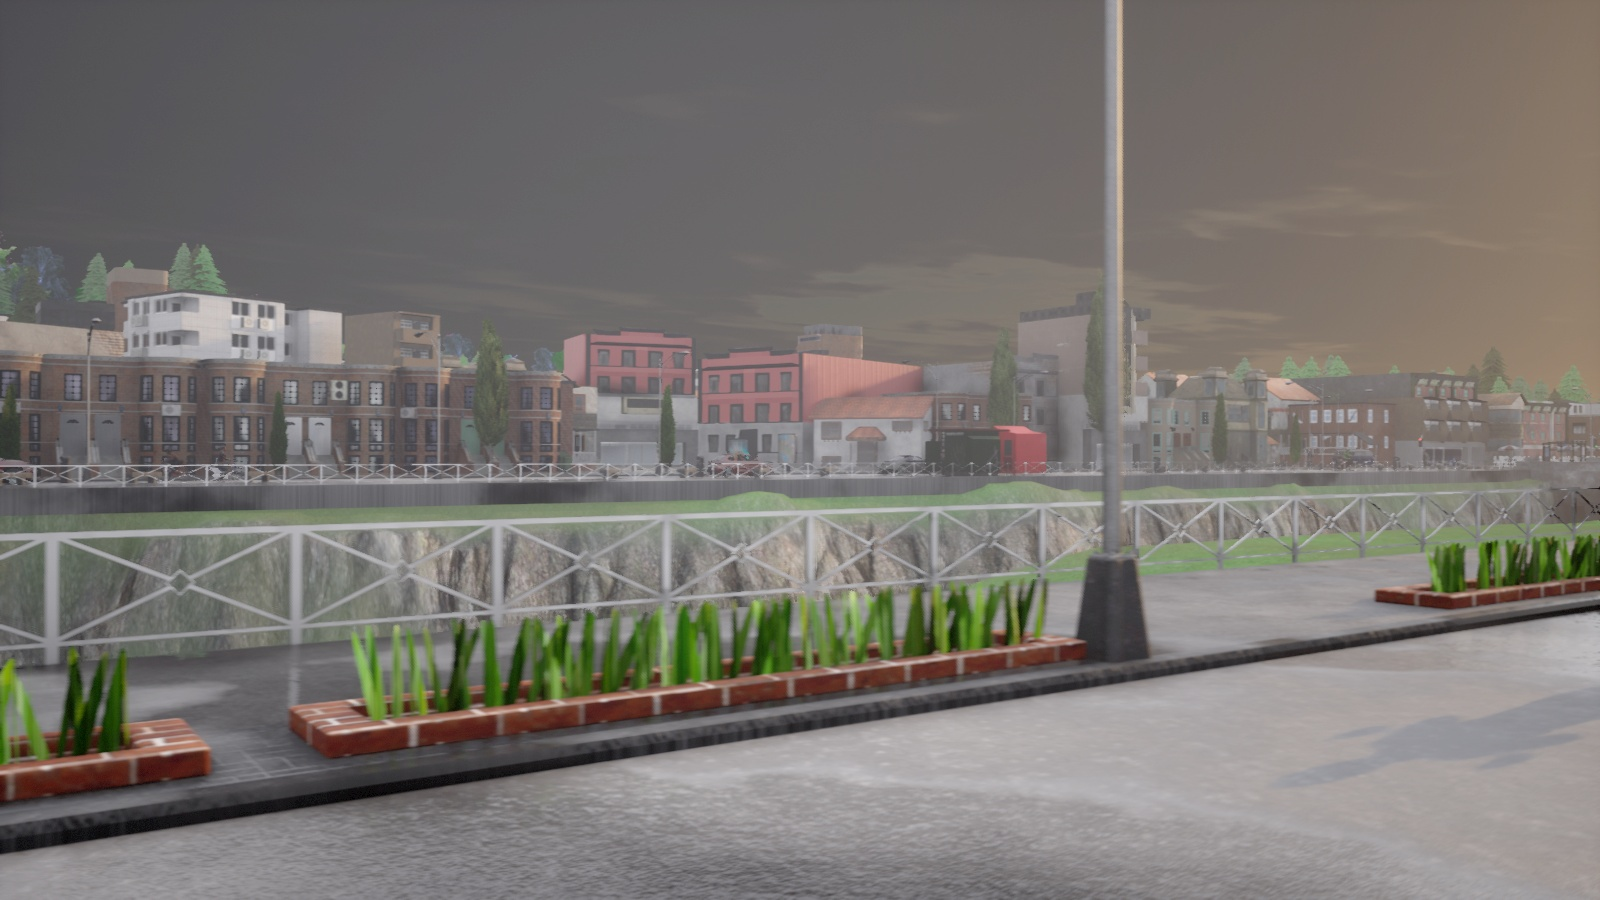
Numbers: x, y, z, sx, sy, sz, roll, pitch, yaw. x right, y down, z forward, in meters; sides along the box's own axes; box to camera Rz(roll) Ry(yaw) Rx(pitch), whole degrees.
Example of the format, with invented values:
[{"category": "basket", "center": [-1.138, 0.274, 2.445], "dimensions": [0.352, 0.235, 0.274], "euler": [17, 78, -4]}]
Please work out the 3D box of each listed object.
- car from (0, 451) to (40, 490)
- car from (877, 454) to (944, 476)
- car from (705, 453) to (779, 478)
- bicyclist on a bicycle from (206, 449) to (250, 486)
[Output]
[{"category": "car", "center": [-35.866, 0.884, 54.460], "dimensions": [4.856, 1.649, 2.033], "euler": [0, 0, -35]}, {"category": "car", "center": [7.442, 1.000, 84.622], "dimensions": [4.181, 1.385, 1.994], "euler": [0, 0, -35]}, {"category": "car", "center": [-3.558, 0.955, 76.961], "dimensions": [4.193, 1.474, 1.816], "euler": [0, 0, -35]}, {"category": "bicyclist on a bicycle", "center": [-27.467, 0.821, 60.310], "dimensions": [1.843, 1.776, 0.659], "euler": [0, 0, -35]}]
